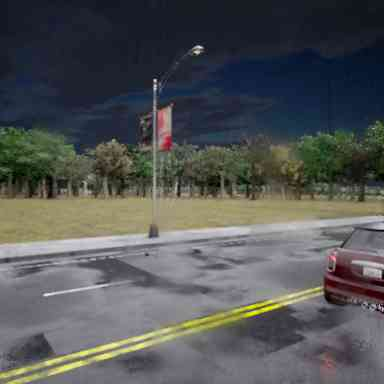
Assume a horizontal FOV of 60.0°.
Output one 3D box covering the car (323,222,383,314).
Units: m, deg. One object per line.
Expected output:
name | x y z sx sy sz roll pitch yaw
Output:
car | 4.771 1.385 6.842 4.553 1.767 2.097 0 0 -36
